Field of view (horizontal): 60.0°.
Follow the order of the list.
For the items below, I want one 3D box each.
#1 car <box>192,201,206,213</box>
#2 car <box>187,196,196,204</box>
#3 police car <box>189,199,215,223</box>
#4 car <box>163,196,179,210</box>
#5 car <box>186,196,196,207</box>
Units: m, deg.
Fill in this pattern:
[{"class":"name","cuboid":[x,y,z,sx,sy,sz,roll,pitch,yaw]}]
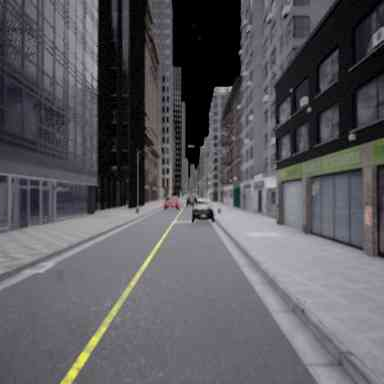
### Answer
[{"class":"car","cuboid":[0.886,1.899,44.352,1.812,1.442,4.674,0,0,0]},{"class":"car","cuboid":[-0.025,1.914,78.851,2.097,1.767,4.553,0,0,0]},{"class":"police car","cuboid":[0.891,1.668,28.463,1.930,1.638,5.238,0,0,0]},{"class":"car","cuboid":[-3.078,1.644,50.546,2.150,2.045,5.566,0,-1,0]},{"class":"car","cuboid":[-0.020,1.756,63.912,2.150,2.045,5.566,0,0,0]}]
